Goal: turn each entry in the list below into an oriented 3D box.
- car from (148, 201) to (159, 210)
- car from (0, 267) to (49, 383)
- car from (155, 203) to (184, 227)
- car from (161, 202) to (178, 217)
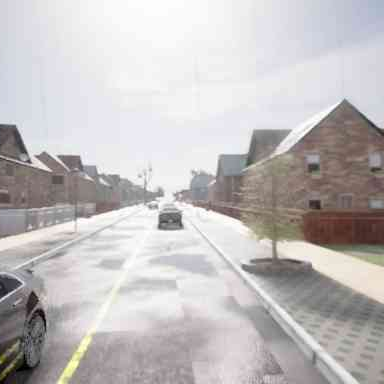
[{"bbox_3d":[-7.167,2.479,62.052,2.128,1.511,4.902,-1,-1,-4],"label":"car"},{"bbox_3d":[-2.879,1.571,2.967,2.128,1.511,4.902,-1,-1,-4],"label":"car"},{"bbox_3d":[-1.731,1.888,26.437,1.837,1.490,4.892,-1,-1,-4],"label":"car"},{"bbox_3d":[-2.756,2.080,40.538,1.882,1.535,5.008,-1,-1,-4],"label":"car"}]
